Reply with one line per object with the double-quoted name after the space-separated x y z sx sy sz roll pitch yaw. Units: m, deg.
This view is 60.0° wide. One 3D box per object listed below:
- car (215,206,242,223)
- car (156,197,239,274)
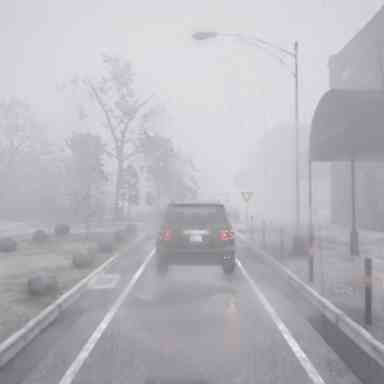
3.548 2.186 33.397 2.128 1.511 4.902 0 -2 -1 "car"
0.099 1.279 10.850 2.150 2.045 5.566 0 -1 0 "car"
